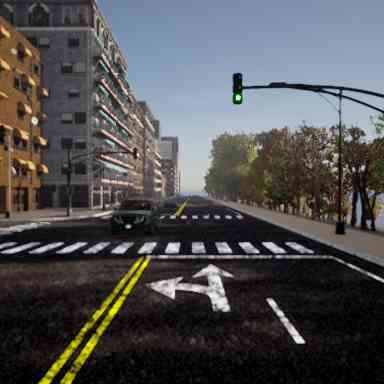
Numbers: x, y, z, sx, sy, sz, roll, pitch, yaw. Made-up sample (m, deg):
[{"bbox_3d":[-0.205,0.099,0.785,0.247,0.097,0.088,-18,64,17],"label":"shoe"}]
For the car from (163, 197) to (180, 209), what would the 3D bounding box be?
[{"bbox_3d":[-3.174,1.746,48.254,1.895,1.301,4.718,0,0,0],"label":"car"}]

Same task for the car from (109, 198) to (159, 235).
[{"bbox_3d":[-3.228,1.392,19.643,2.150,2.045,5.566,0,0,0],"label":"car"}]

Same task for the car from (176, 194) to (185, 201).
[{"bbox_3d":[-3.109,1.436,88.366,2.150,2.045,5.566,0,0,0],"label":"car"}]
